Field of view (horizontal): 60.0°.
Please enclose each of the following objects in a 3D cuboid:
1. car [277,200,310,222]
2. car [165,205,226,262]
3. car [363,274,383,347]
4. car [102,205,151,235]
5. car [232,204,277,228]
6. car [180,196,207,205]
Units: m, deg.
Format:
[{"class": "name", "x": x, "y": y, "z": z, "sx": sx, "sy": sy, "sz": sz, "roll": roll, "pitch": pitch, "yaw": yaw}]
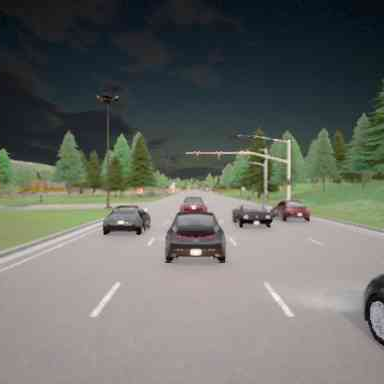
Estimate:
[{"class": "car", "x": 7.115, "y": 1.311, "z": 24.211, "sx": 1.812, "sy": 1.442, "sz": 4.674, "roll": 0, "pitch": 0, "yaw": 0}, {"class": "car", "x": 0.108, "y": 1.400, "z": 11.613, "sx": 1.837, "sy": 1.490, "sz": 4.892, "roll": 0, "pitch": 0, "yaw": 0}, {"class": "car", "x": 3.603, "y": 1.473, "z": 3.301, "sx": 1.837, "sy": 1.490, "sz": 4.892, "roll": 0, "pitch": 0, "yaw": 0}, {"class": "car", "x": -3.388, "y": 1.404, "z": 17.854, "sx": 1.994, "sy": 1.385, "sz": 4.181, "roll": 0, "pitch": 0, "yaw": 0}, {"class": "car", "x": 3.613, "y": 1.415, "z": 20.754, "sx": 1.895, "sy": 1.301, "sz": 4.718, "roll": 0, "pitch": 0, "yaw": 0}, {"class": "car", "x": 0.114, "y": 1.123, "z": 25.755, "sx": 2.097, "sy": 1.767, "sz": 4.553, "roll": 0, "pitch": 1, "yaw": 0}]
